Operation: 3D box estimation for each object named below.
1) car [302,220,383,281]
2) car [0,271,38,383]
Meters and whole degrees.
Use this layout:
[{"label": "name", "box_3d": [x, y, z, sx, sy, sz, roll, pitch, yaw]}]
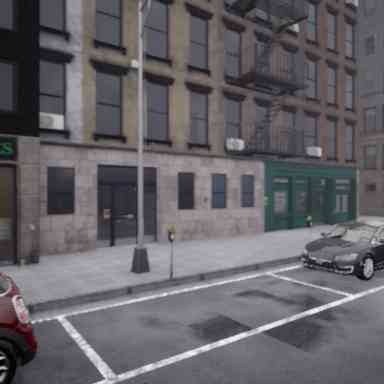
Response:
[{"label": "car", "box_3d": [5.045, 1.549, 9.785, 4.403, 1.369, 2.008, 0, 0, -35]}, {"label": "car", "box_3d": [-3.929, 1.441, 3.387, 4.097, 1.590, 1.967, 0, 0, -35]}]
